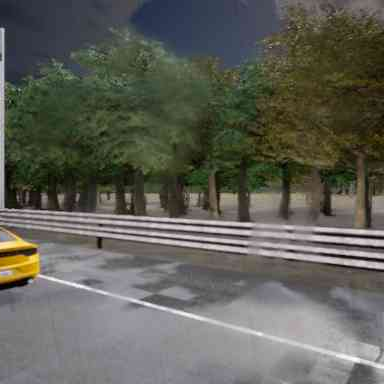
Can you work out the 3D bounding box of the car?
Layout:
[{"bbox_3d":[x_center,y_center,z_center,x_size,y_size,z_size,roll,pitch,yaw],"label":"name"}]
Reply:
[{"bbox_3d":[-5.736,1.480,8.081,5.008,1.535,1.882,0,0,35],"label":"car"}]
